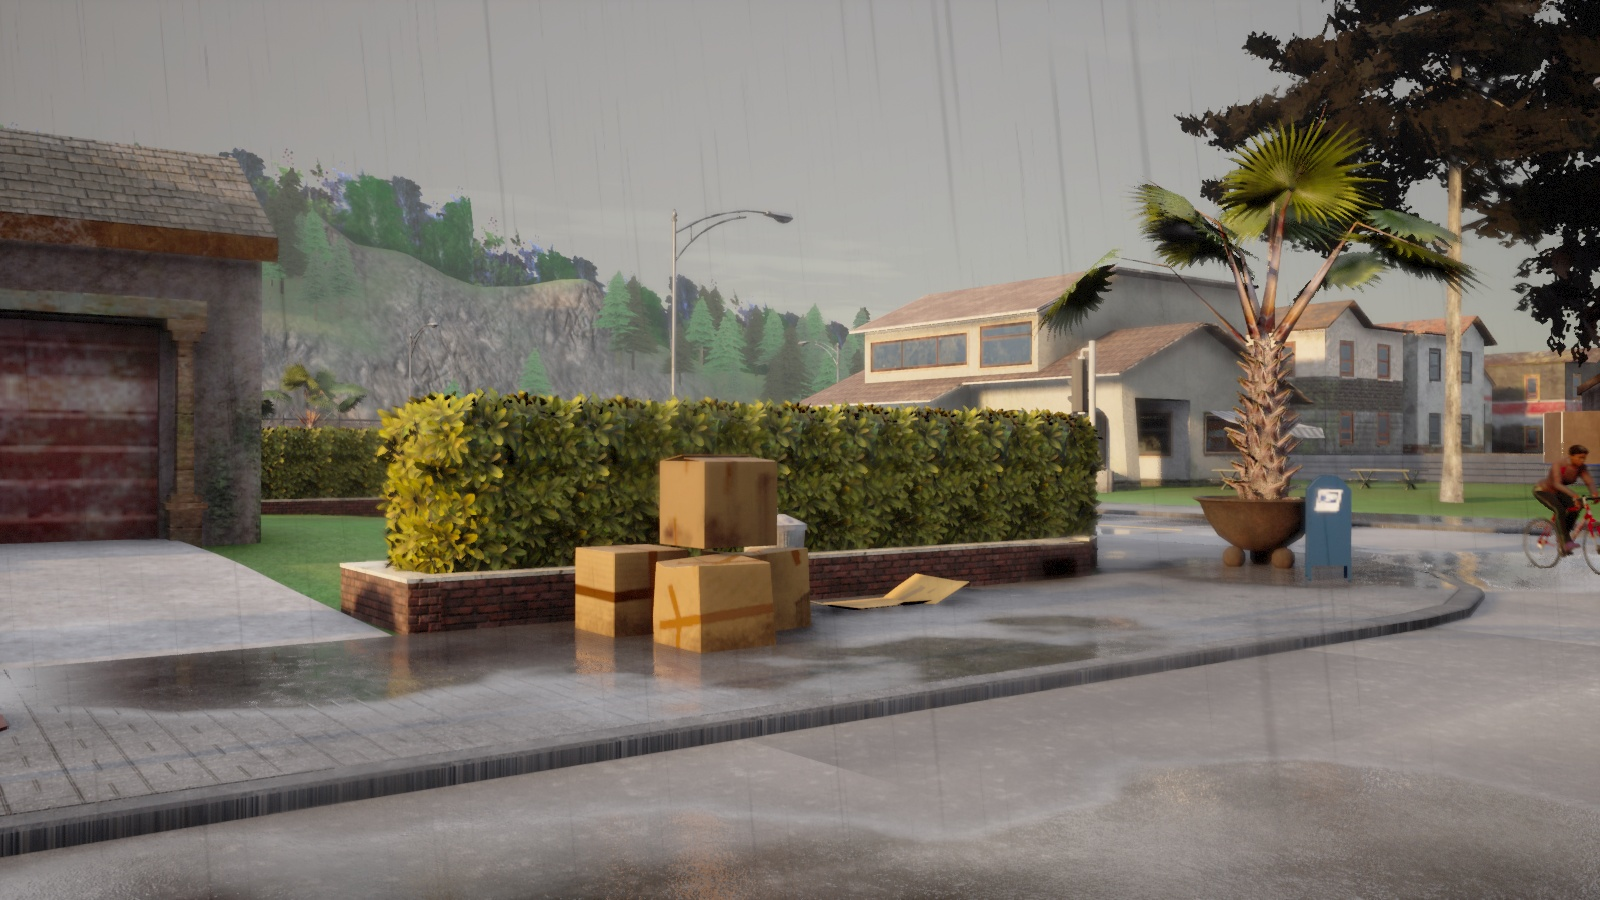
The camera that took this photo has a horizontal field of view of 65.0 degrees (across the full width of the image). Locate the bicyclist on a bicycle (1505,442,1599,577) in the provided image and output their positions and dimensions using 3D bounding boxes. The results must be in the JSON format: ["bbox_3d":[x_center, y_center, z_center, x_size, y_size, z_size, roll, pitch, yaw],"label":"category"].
[{"bbox_3d":[9.801,0.716,15.892,0.582,1.620,1.656,-2,0,-9],"label":"bicyclist on a bicycle"}]
